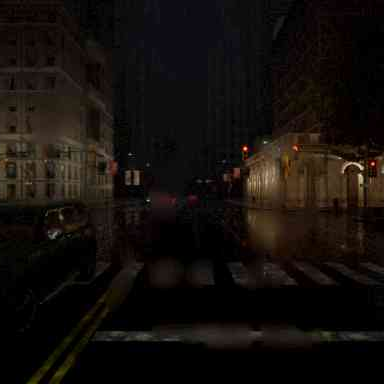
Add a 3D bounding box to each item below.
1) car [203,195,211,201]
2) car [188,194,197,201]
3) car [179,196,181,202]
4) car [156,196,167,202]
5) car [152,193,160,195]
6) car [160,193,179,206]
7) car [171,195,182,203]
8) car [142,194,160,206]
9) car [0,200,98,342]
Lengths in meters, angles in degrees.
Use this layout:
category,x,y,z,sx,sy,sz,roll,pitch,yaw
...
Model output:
category,x,y,z,sx,sy,sz,roll,pitch,yaw
car,3.623,1.464,78.553,2.033,1.411,5.357,0,0,1
car,0.122,1.279,78.555,2.097,1.767,4.553,0,0,1
car,-3.569,1.547,64.066,2.033,1.411,5.357,0,0,1
car,-6.904,1.539,75.826,2.033,1.411,5.357,0,0,1
car,-7.042,1.221,65.398,2.150,2.045,5.566,0,0,1
car,-3.625,1.352,54.594,2.097,1.767,4.553,0,0,0
car,-3.420,1.525,74.165,2.128,1.511,4.902,0,0,1
car,-7.133,1.547,55.523,2.033,1.411,5.357,0,0,0
car,-3.591,1.221,6.813,2.150,2.045,5.566,0,0,-1
